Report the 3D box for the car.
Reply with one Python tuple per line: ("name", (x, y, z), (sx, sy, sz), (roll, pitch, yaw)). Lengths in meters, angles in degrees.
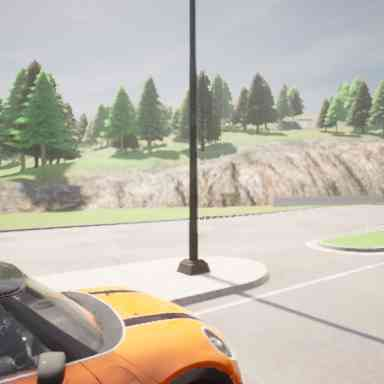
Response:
("car", (-1.747, 1.352, 2.500), (4.553, 1.767, 2.097), (0, 0, -35))
